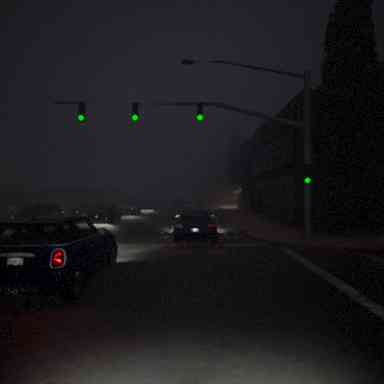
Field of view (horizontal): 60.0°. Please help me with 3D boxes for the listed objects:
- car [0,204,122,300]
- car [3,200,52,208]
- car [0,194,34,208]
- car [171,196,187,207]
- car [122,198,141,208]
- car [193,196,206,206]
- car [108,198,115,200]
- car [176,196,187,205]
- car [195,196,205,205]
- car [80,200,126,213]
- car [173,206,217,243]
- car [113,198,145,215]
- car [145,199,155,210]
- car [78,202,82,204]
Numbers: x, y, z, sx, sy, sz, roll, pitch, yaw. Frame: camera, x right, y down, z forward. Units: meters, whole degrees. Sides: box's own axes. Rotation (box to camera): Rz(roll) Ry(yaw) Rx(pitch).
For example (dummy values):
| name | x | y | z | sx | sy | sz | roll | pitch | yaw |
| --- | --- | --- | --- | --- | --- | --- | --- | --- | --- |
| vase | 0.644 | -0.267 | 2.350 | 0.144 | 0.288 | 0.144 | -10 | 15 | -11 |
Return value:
| name | x | y | z | sx | sy | sz | roll | pitch | yaw |
| --- | --- | --- | --- | --- | --- | --- | --- | --- | --- |
| car | -3.398 | 1.366 | 8.552 | 2.097 | 1.767 | 4.553 | 0 | 0 | 0 |
| car | -10.422 | 1.542 | 22.804 | 1.837 | 1.490 | 4.892 | 0 | 0 | 1 |
| car | -24.412 | 1.230 | 45.708 | 3.866 | 1.878 | 1.905 | 0 | 0 | 1 |
| car | -2.215 | 1.649 | 52.962 | 1.994 | 1.385 | 4.181 | 0 | 0 | 2 |
| car | -9.361 | 1.647 | 51.683 | 1.994 | 1.385 | 4.181 | 0 | 0 | 2 |
| car | 1.172 | 1.632 | 52.442 | 2.033 | 1.411 | 5.357 | 0 | 0 | 2 |
| car | -9.782 | 1.559 | 41.645 | 2.128 | 1.511 | 4.902 | 0 | 0 | 2 |
| car | -1.952 | 1.607 | 63.062 | 1.837 | 1.490 | 4.892 | 0 | 0 | 2 |
| car | 1.551 | 1.579 | 63.083 | 1.882 | 1.535 | 5.008 | 0 | 0 | 2 |
| car | -6.827 | 1.606 | 25.980 | 1.994 | 1.385 | 4.181 | 0 | 0 | 2 |
| car | 0.165 | 1.590 | 16.159 | 1.994 | 1.385 | 4.181 | 0 | 0 | 1 |
| car | -6.538 | 1.582 | 34.739 | 1.812 | 1.442 | 4.674 | 0 | 0 | 2 |
| car | -6.159 | 1.636 | 44.650 | 1.994 | 1.385 | 4.181 | 0 | 0 | 2 |
| car | -10.131 | 1.615 | 31.711 | 1.994 | 1.385 | 4.181 | 0 | 0 | 4 |
